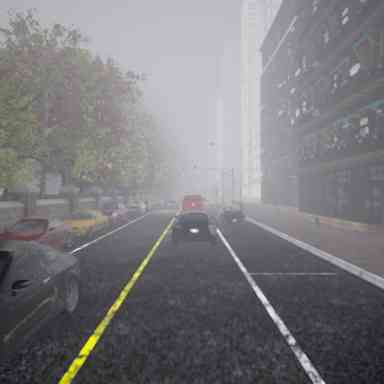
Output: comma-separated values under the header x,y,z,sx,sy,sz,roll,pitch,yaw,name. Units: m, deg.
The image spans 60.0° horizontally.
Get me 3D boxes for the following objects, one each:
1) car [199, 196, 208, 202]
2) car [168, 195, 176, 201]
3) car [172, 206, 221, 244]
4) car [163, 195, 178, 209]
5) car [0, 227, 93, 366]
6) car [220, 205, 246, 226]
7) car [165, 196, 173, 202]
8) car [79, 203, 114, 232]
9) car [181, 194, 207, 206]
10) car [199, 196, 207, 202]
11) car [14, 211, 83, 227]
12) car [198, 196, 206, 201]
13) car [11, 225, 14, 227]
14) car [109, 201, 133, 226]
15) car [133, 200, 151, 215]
x,y,z,sx,sy,sz,roll,pitch,yaw,name
2.682,1.669,77.743,1.947,1.339,4.313,0,0,0,car
-5.699,1.579,94.641,1.967,1.590,4.097,0,0,0,car
0.097,1.577,15.778,1.994,1.385,4.181,0,0,0,car
-3.006,1.554,47.349,2.128,1.511,4.902,0,0,0,car
-3.103,1.529,4.848,1.812,1.442,4.674,0,0,0,car
2.689,1.572,23.212,2.008,1.369,4.403,0,0,0,car
-5.699,1.696,83.375,1.802,1.307,4.206,0,0,0,car
-5.691,1.540,17.499,1.752,1.417,4.829,0,0,0,car
0.097,1.253,33.192,2.150,2.045,5.566,0,0,0,car
2.681,1.680,83.376,1.947,1.339,4.313,0,0,0,car
-5.690,1.592,12.131,1.802,1.307,4.206,0,0,0,car
2.681,1.692,89.009,1.947,1.339,4.313,0,0,0,car
-5.689,1.445,6.592,1.967,1.590,4.097,0,0,0,car
-5.691,1.461,23.209,1.967,1.590,4.097,0,0,0,car
-5.770,1.584,34.284,2.008,1.369,4.403,0,0,0,car
